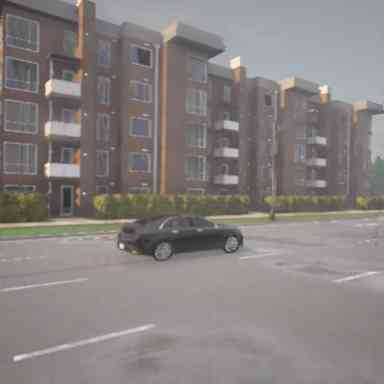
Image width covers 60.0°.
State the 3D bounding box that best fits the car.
[{"bbox_3d":[-0.263,1.503,12.075,4.892,1.490,1.837,0,0,-35],"label":"car"}]
